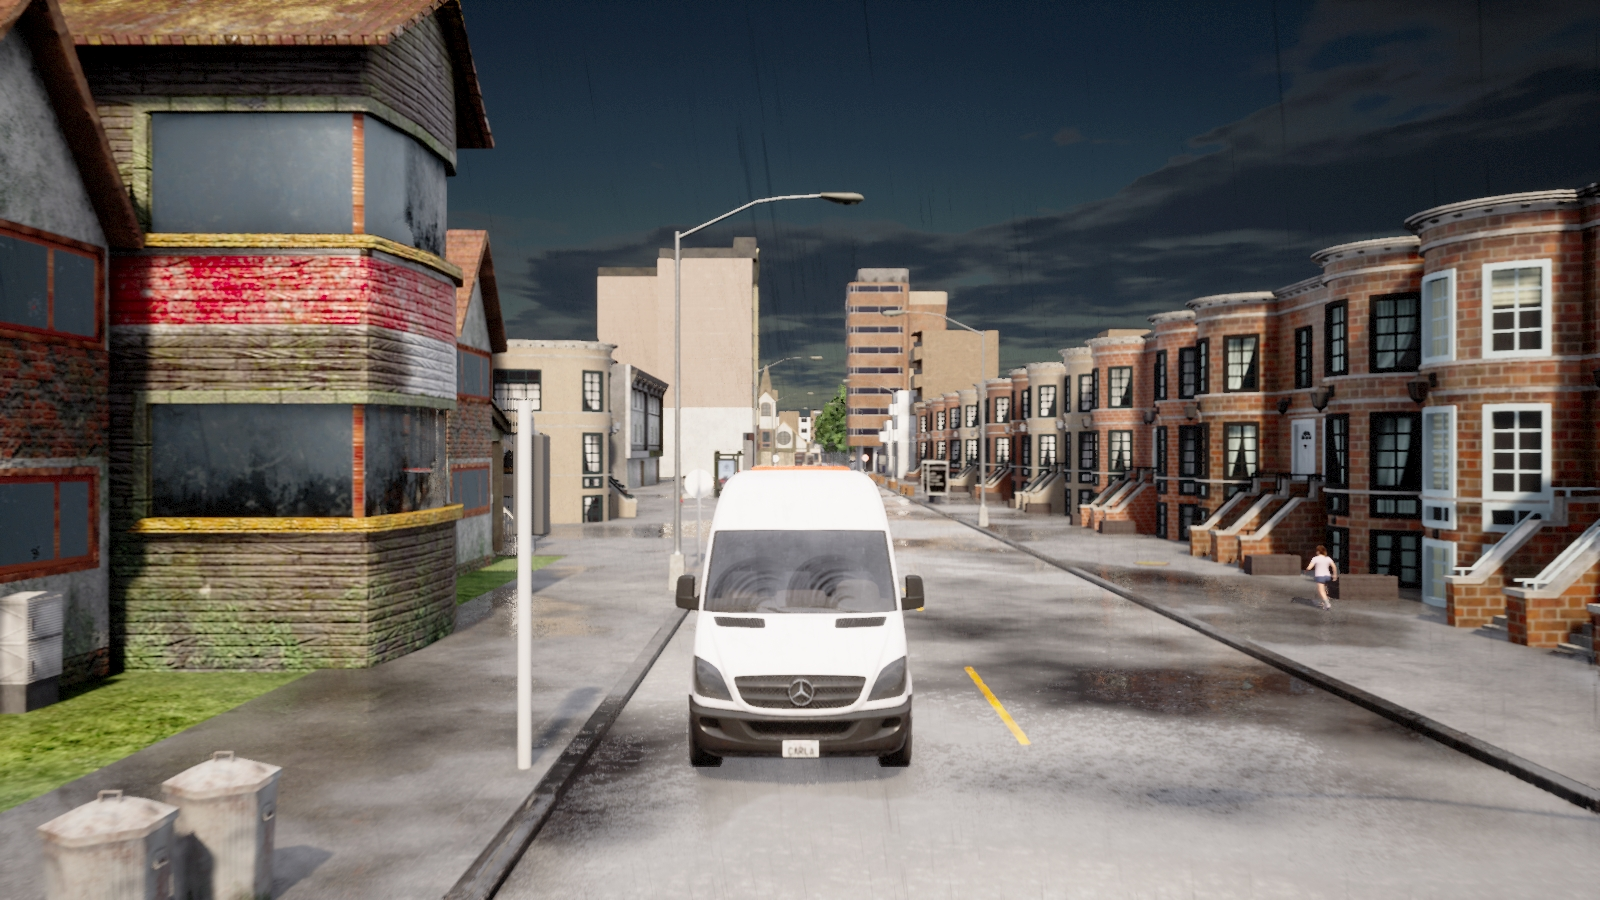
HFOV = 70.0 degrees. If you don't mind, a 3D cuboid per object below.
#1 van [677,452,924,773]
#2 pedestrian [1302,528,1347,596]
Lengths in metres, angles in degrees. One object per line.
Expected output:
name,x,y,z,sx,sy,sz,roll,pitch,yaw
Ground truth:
van,0.009,1.314,12.161,1.988,2.561,5.915,0,0,0
pedestrian,8.916,1.904,19.430,0.500,1.100,0.500,0,0,-8
